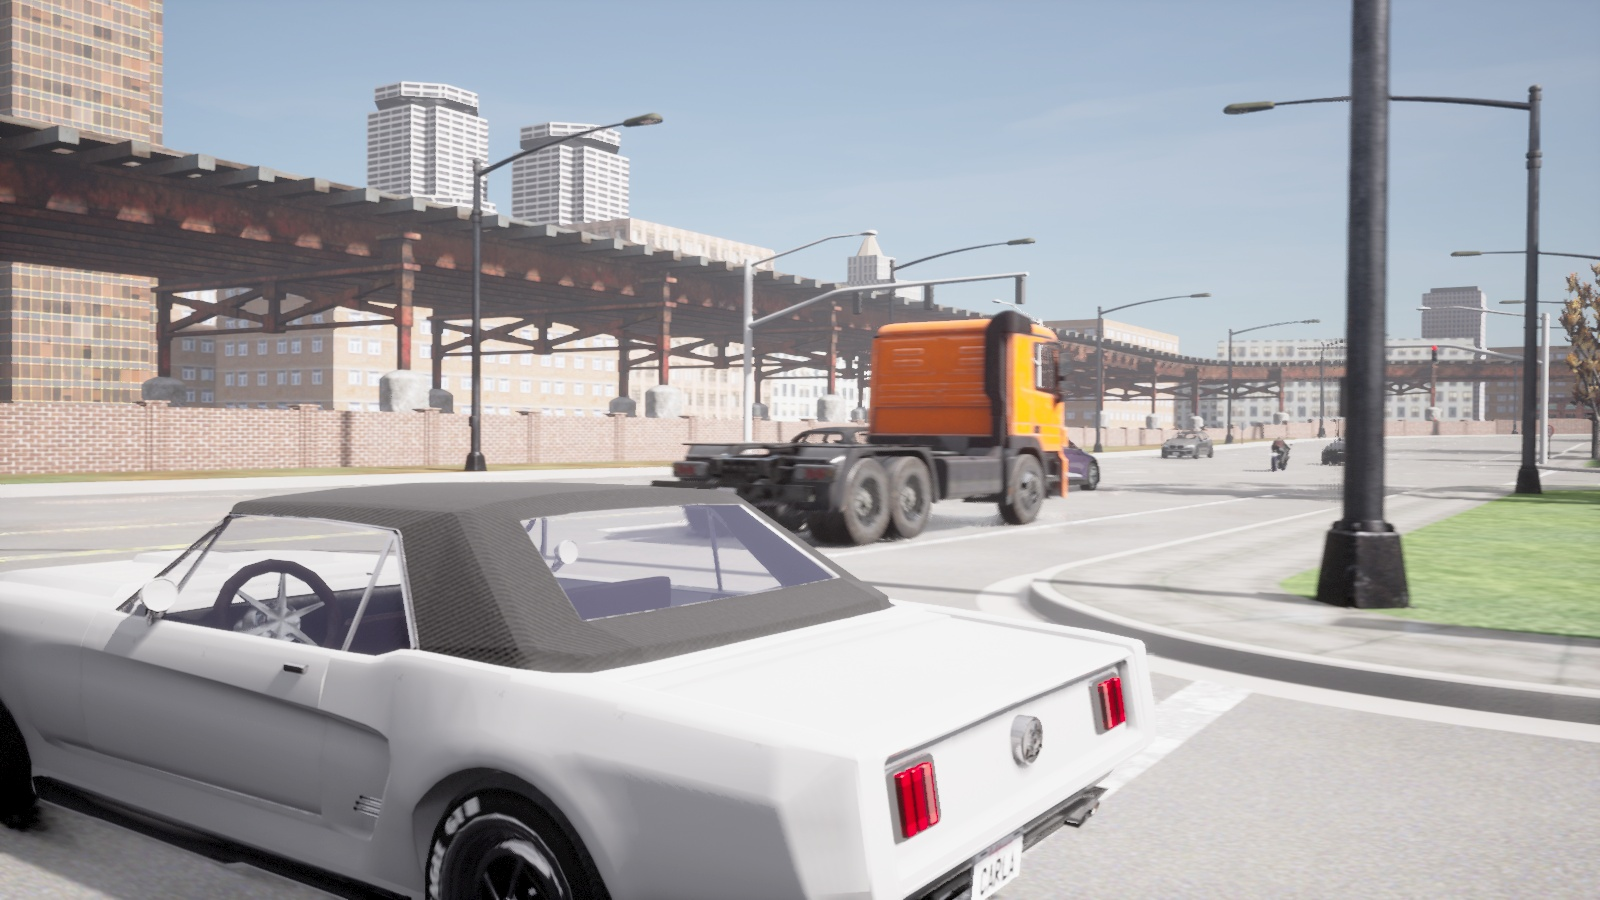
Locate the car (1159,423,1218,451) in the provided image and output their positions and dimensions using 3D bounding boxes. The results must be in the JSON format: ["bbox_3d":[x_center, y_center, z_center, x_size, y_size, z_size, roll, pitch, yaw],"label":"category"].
[{"bbox_3d":[23.991,-0.823,77.475,2.242,1.667,4.611,0,2,34],"label":"car"}]

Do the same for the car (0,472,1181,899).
[{"bbox_3d":[-1.286,0.782,4.492,4.718,1.301,1.895,0,1,34],"label":"car"}]

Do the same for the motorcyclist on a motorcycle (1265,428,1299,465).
[{"bbox_3d":[20.683,-0.173,53.889,0.866,1.530,2.191,0,1,34],"label":"motorcyclist on a motorcycle"}]

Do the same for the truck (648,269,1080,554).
[{"bbox_3d":[1.409,-0.528,19.345,2.891,3.462,7.936,0,1,35],"label":"truck"}]

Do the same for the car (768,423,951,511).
[{"bbox_3d":[1.288,0.273,25.281,1.851,1.617,3.988,0,1,34],"label":"car"}]

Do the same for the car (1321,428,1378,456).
[{"bbox_3d":[28.922,-0.433,66.039,1.994,1.385,4.181,0,1,34],"label":"car"}]

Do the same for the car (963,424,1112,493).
[{"bbox_3d":[6.252,0.160,32.602,2.033,1.649,4.856,0,1,34],"label":"car"}]
